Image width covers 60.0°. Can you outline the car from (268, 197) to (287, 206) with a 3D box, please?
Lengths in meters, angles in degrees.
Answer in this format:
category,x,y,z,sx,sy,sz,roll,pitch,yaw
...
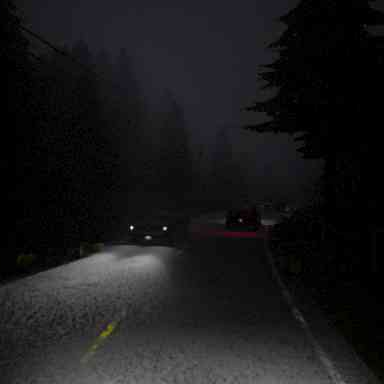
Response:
category,x,y,z,sx,sy,sz,roll,pitch,yaw
car,14.023,1.519,54.394,1.994,1.385,4.181,0,0,28

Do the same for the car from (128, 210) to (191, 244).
category,x,y,z,sx,sy,sz,roll,pitch,yaw
car,-1.390,1.568,15.850,1.895,1.301,4.718,0,0,11

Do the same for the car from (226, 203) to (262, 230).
category,x,y,z,sx,sy,sz,roll,pitch,yaw
car,3.360,1.453,21.199,1.882,1.535,5.008,0,0,14

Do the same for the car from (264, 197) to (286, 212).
category,x,y,z,sx,sy,sz,roll,pitch,yaw
car,9.678,1.461,38.452,2.128,1.511,4.902,0,0,25
